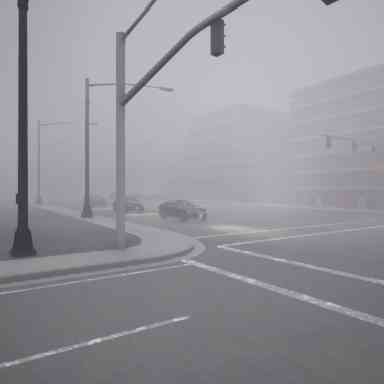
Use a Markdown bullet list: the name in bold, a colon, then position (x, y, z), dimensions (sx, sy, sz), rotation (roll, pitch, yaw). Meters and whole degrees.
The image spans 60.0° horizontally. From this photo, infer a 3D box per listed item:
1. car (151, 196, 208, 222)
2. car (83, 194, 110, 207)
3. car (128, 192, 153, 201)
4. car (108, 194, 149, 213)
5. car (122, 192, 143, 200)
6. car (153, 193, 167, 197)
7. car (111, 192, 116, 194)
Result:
- **car**: position (-0.765, 1.358, 25.018), dimensions (2.128, 1.511, 4.902), rotation (0, 1, -34)
- **car**: position (-12.277, 1.013, 41.901), dimensions (1.882, 1.535, 5.008), rotation (0, 1, -34)
- **car**: position (-8.916, 0.844, 55.760), dimensions (1.882, 1.535, 5.008), rotation (0, 1, -34)
- **car**: position (-6.487, 1.242, 33.404), dimensions (1.812, 1.442, 4.674), rotation (0, 1, -34)
- **car**: position (-11.904, 0.750, 66.344), dimensions (2.033, 1.411, 5.357), rotation (0, 1, -34)
- **car**: position (-6.026, 0.858, 57.734), dimensions (2.128, 1.511, 4.902), rotation (0, 1, -34)
- **car**: position (-14.795, 0.708, 64.371), dimensions (1.837, 1.490, 4.892), rotation (0, 1, -34)
